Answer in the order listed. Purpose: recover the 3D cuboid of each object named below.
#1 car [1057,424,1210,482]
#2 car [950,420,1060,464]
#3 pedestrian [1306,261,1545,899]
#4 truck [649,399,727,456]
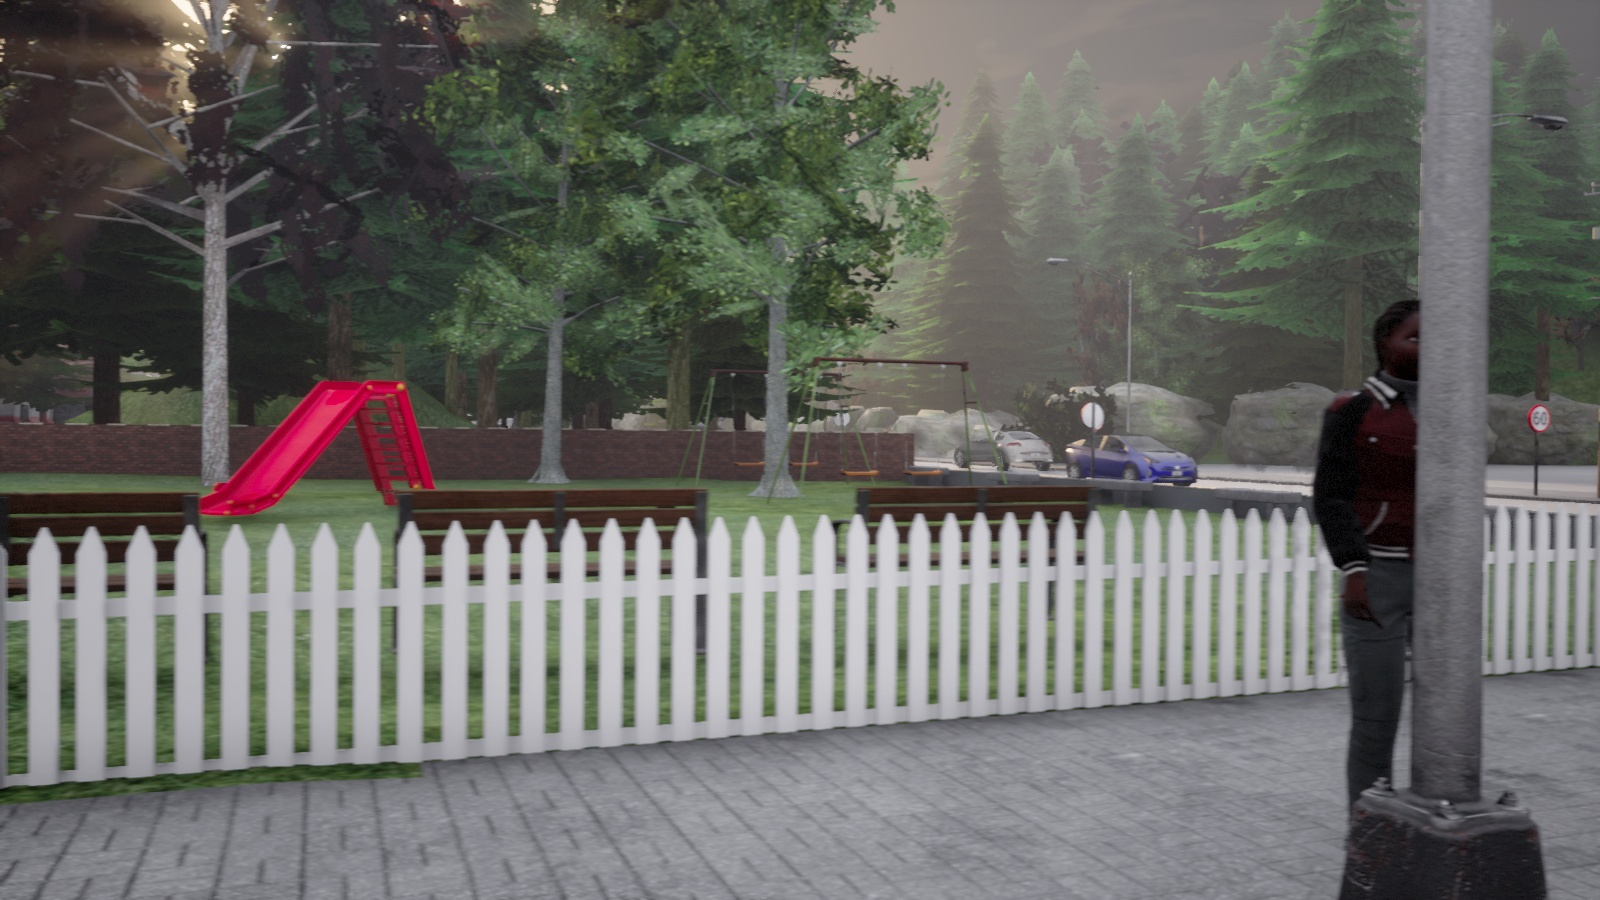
[{"bbox_3d":[9.524,0.052,36.250,2.007,1.525,4.514,-1,1,-21],"label":"car"},{"bbox_3d":[8.226,-0.340,50.847,2.152,1.651,5.027,-1,1,-21],"label":"car"},{"bbox_3d":[1.921,0.423,3.916,0.402,1.930,0.666,-1,1,-1],"label":"pedestrian"},{"bbox_3d":[-7.252,-1.411,80.222,2.891,3.462,7.936,-1,1,-21],"label":"truck"}]
